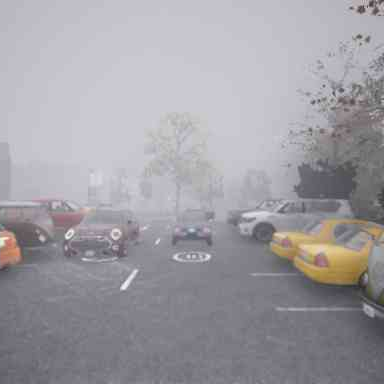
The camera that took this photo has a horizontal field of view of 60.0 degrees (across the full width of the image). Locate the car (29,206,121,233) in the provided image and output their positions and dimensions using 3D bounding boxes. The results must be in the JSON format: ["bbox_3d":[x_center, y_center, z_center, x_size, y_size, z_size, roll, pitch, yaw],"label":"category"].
[{"bbox_3d":[-7.193,1.688,20.907,5.008,1.535,2.097,0,-1,0],"label":"car"}]

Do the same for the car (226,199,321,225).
[{"bbox_3d":[5.037,1.456,21.835,5.566,2.045,2.435,0,-1,0],"label":"car"}]

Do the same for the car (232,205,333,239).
[{"bbox_3d":[5.072,1.657,19.162,4.892,1.521,2.231,0,-1,0],"label":"car"}]

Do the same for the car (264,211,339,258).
[{"bbox_3d":[5.277,1.533,10.654,5.366,1.575,1.946,0,-1,0],"label":"car"}]

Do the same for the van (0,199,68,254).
[{"bbox_3d":[-7.061,1.322,11.802,4.442,1.987,1.878,0,-1,0],"label":"van"}]

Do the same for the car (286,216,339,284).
[{"bbox_3d":[5.277,1.509,7.993,5.366,1.575,1.946,0,0,0],"label":"car"}]

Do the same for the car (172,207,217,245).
[{"bbox_3d":[0.005,1.674,16.293,2.033,1.411,5.357,0,-1,0],"label":"car"}]

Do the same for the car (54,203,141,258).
[{"bbox_3d":[-3.338,1.435,13.101,2.097,1.767,4.553,0,-1,0],"label":"car"}]

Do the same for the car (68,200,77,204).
[{"bbox_3d":[-7.156,1.381,17.995,5.566,2.045,2.435,0,-1,0],"label":"car"}]

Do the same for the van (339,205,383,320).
[{"bbox_3d":[4.975,1.269,5.200,4.442,1.987,1.878,0,0,0],"label":"van"}]

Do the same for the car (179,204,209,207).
[{"bbox_3d":[0.779,1.862,28.301,2.128,1.511,4.902,-1,-1,17],"label":"car"}]

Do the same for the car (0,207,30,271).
[{"bbox_3d":[-7.146,1.391,8.764,4.553,1.767,2.185,0,0,0],"label":"car"}]

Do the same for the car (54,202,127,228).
[{"bbox_3d":[-7.181,1.621,23.945,4.553,1.767,2.185,0,-1,0],"label":"car"}]
